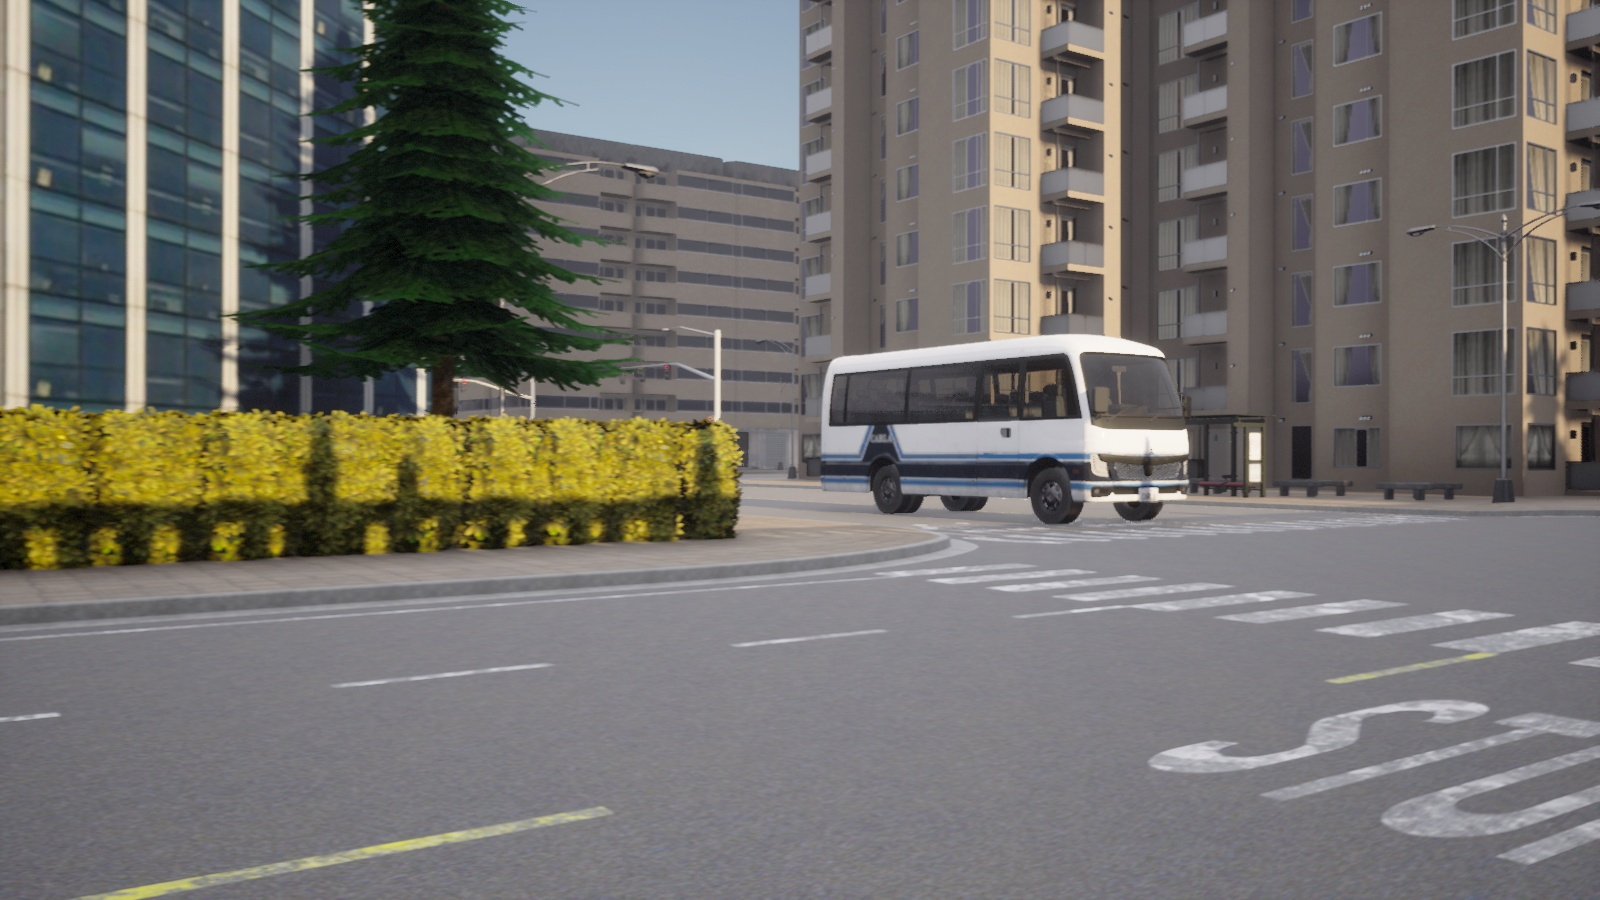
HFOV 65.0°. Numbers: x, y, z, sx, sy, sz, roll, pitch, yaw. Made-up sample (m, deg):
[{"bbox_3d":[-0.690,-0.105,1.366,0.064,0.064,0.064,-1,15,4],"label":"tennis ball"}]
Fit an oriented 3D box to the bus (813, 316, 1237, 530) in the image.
[{"bbox_3d":[4.896,-0.512,30.280,3.944,4.253,10.273,0,0,-35],"label":"bus"}]
